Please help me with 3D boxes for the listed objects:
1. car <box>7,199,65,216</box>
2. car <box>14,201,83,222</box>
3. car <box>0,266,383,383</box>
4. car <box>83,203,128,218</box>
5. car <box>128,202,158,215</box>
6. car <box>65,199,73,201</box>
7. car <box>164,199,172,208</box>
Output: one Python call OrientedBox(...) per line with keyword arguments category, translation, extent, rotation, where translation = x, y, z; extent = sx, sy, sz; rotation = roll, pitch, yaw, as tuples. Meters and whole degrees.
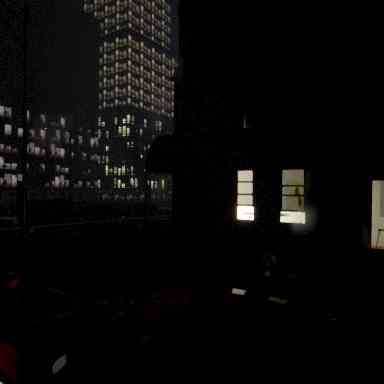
OrientedBox(category="car", translation=(-15.415, 1.560, 32.508), extent=(1.837, 1.490, 4.892), rotation=(1, 0, 34))
OrientedBox(category="car", translation=(-11.721, 1.690, 27.428), extent=(2.008, 1.369, 4.403), rotation=(1, 0, 34))
OrientedBox(category="car", translation=(-0.024, 1.544, 2.839), extent=(4.507, 1.381, 1.887), rotation=(0, 1, 34))
OrientedBox(category="car", translation=(-8.631, 1.731, 31.956), extent=(1.947, 1.339, 4.313), rotation=(1, 0, 34))
OrientedBox(category="car", translation=(-5.543, 1.773, 36.483), extent=(1.802, 1.307, 4.206), rotation=(1, 0, 34))
OrientedBox(category="car", translation=(-15.167, 1.474, 37.700), extent=(1.967, 1.590, 4.097), rotation=(1, 0, 34))
OrientedBox(category="car", translation=(-2.409, 1.659, 51.502), extent=(2.128, 1.511, 4.902), rotation=(1, 0, 35))
